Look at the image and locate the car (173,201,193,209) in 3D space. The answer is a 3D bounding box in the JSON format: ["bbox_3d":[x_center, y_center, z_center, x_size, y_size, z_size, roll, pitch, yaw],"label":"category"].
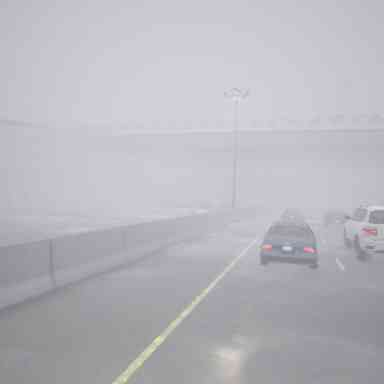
[{"bbox_3d":[-1.052,2.154,56.788,1.994,1.385,4.181,1,-1,18],"label":"car"}]

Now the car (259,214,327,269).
[{"bbox_3d":[3.622,1.787,12.354,2.033,1.411,5.357,1,-1,18],"label":"car"}]

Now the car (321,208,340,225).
[{"bbox_3d":[12.547,2.185,29.265,1.837,1.490,4.892,1,0,18],"label":"car"}]

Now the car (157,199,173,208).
[{"bbox_3d":[-4.469,1.978,57.570,1.882,1.535,5.008,1,-1,18],"label":"car"}]

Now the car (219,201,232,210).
[{"bbox_3d":[5.713,2.270,55.000,1.837,1.490,4.892,1,-1,18],"label":"car"}]

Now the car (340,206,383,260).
[{"bbox_3d":[7.771,1.597,13.832,2.150,2.045,5.566,1,0,18],"label":"car"}]

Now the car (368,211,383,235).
[{"bbox_3d":[14.740,2.238,24.610,2.033,1.411,5.357,1,-1,18],"label":"car"}]

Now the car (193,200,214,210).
[{"bbox_3d":[2.399,2.172,56.105,2.128,1.511,4.902,1,-1,18],"label":"car"}]

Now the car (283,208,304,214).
[{"bbox_3d":[9.336,2.167,30.724,1.994,1.385,4.181,1,-1,18],"label":"car"}]
